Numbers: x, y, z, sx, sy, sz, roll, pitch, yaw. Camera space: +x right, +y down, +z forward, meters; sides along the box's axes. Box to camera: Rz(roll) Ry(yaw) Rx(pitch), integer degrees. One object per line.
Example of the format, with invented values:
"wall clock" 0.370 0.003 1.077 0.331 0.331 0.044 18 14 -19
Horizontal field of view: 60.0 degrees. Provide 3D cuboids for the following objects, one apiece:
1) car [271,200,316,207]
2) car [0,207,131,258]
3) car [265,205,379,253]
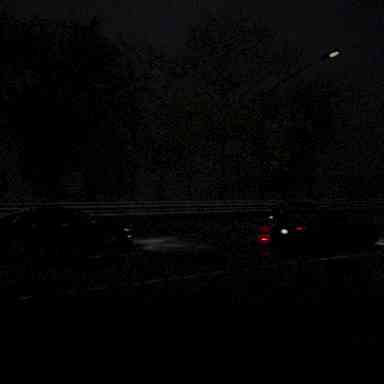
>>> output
"car" 7.003 1.310 21.429 4.892 1.490 1.837 0 0 -27
"car" -4.564 1.282 11.550 4.892 1.490 1.837 0 0 -28
"car" 5.008 1.358 12.567 4.181 1.385 1.994 0 0 -27
